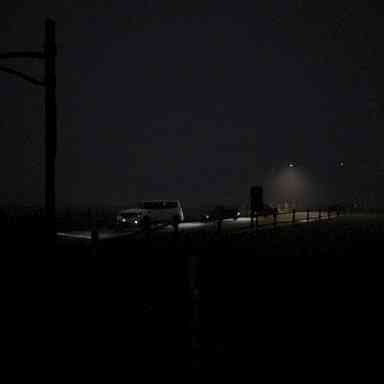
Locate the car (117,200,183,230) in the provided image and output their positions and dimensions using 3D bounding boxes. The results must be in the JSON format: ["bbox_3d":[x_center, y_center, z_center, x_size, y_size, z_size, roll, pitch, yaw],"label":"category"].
[{"bbox_3d":[-2.937,1.606,24.595,2.150,2.045,5.566,0,-1,36],"label":"car"}]

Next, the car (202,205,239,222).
[{"bbox_3d":[2.878,2.066,32.533,2.128,1.511,4.902,0,-1,36],"label":"car"}]

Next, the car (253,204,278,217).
[{"bbox_3d":[8.910,2.264,40.762,2.128,1.511,4.902,0,-1,36],"label":"car"}]

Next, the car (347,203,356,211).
[{"bbox_3d":[29.817,2.866,63.082,1.837,1.490,4.892,0,-1,36],"label":"car"}]

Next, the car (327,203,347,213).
[{"bbox_3d":[23.329,2.669,54.208,1.812,1.442,4.674,0,-1,37],"label":"car"}]
